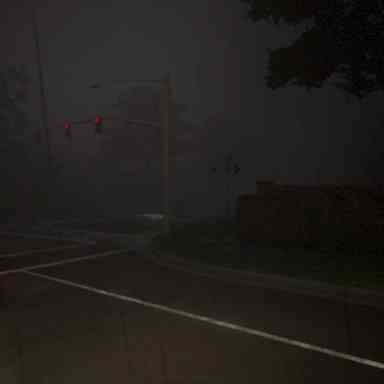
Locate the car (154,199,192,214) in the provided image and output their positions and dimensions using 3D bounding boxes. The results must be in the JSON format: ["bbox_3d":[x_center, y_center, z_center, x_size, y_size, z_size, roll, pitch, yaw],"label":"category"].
[{"bbox_3d":[-1.947,1.507,34.938,1.837,1.490,4.892,0,0,35],"label":"car"}]
